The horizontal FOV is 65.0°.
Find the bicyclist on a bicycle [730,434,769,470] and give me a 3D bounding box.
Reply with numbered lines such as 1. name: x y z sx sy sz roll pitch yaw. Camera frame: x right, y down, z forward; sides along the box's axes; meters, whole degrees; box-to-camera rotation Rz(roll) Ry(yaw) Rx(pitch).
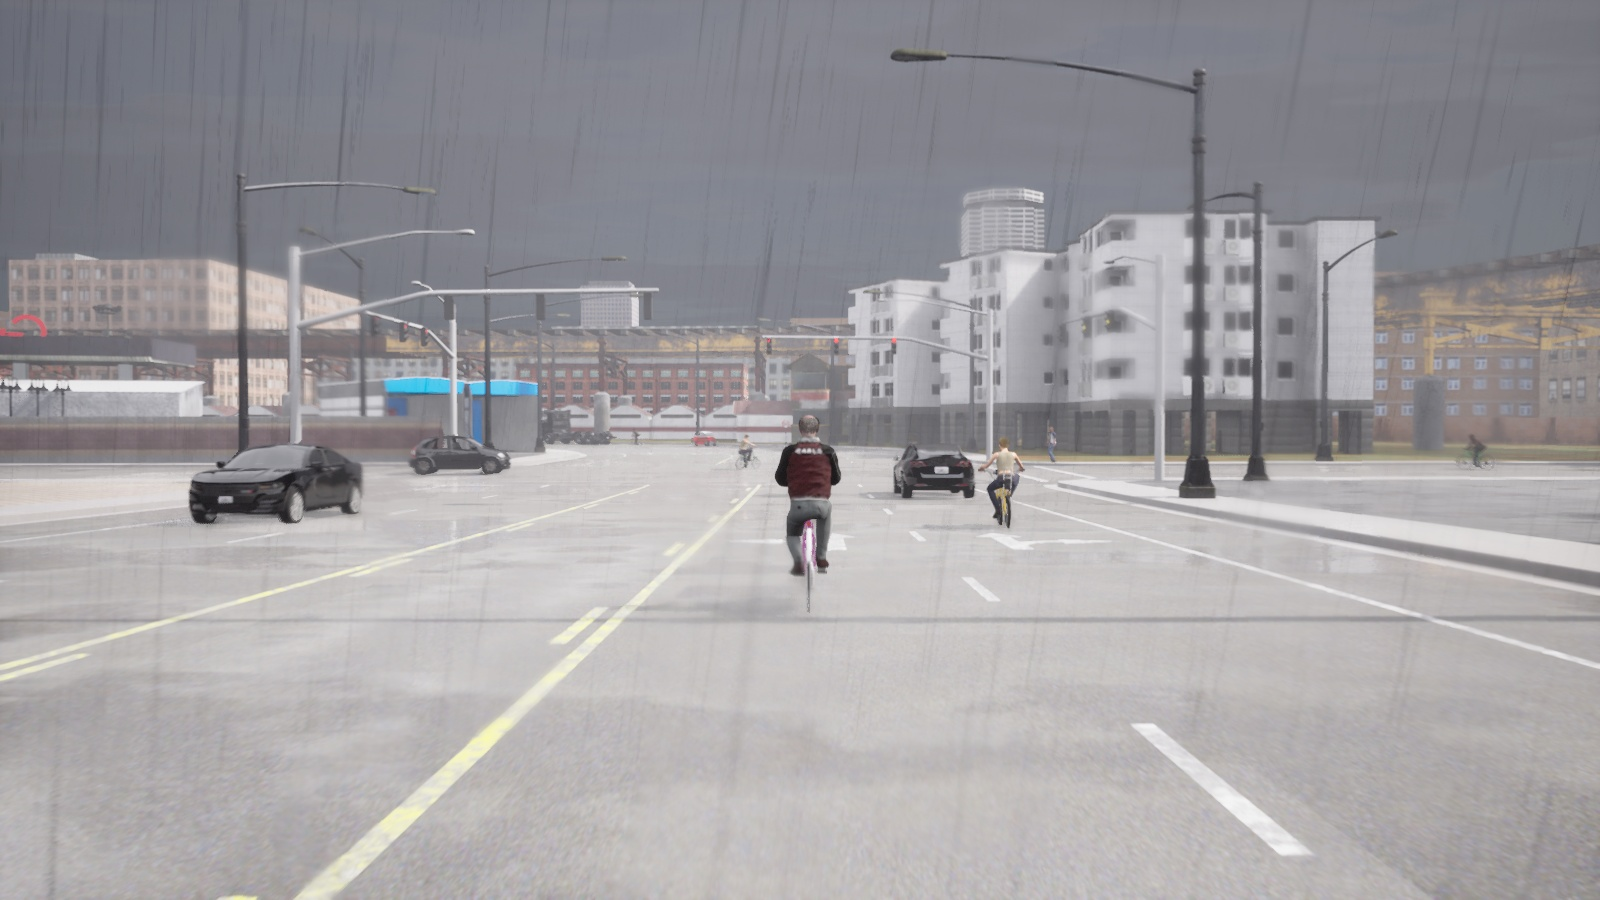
1. bicyclist on a bicycle: -2.282 0.089 56.826 1.509 1.612 0.866 -1 0 -45

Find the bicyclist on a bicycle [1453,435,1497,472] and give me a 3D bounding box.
1. bicyclist on a bicycle: 30.137 0.169 56.063 1.656 1.620 0.582 0 1 -1

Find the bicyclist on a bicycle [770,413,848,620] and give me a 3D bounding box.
1. bicyclist on a bicycle: 0.082 0.560 11.650 0.659 1.776 1.843 0 1 0

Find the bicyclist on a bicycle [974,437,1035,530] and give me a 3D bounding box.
1. bicyclist on a bicycle: 3.643 0.576 22.488 0.866 1.612 1.509 0 0 0

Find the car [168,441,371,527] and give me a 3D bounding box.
1. car: -10.342 0.592 24.957 1.882 1.535 5.008 0 0 0

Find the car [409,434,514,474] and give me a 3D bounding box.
1. car: -14.030 0.145 52.234 3.988 1.617 1.851 0 1 -6

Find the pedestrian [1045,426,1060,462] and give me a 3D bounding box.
1. pedestrian: 12.664 -0.297 62.995 0.706 1.836 0.354 0 1 -2

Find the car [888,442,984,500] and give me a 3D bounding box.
1. car: 3.721 0.543 35.171 2.163 1.488 4.792 0 1 0
